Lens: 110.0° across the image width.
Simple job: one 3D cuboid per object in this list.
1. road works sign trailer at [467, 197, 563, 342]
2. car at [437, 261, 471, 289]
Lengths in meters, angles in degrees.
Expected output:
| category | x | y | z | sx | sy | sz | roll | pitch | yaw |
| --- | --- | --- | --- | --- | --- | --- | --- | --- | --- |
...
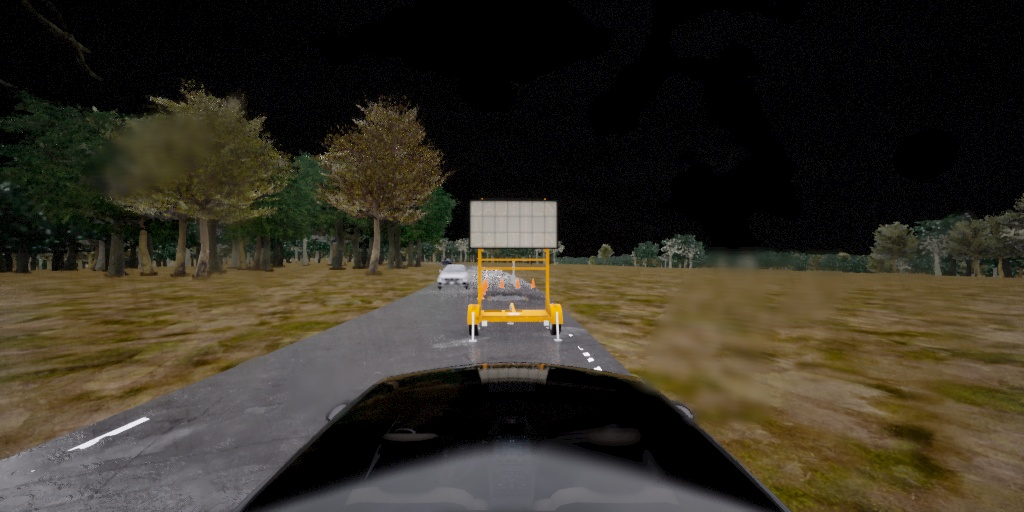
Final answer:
| category | x | y | z | sx | sy | sz | roll | pitch | yaw |
| --- | --- | --- | --- | --- | --- | --- | --- | --- | --- |
| road works sign trailer | 0.041 | 0.214 | 9.789 | 2.380 | 3.560 | 2.880 | 0 | 0 | -2 |
| car | -3.610 | 1.274 | 22.908 | 1.812 | 1.442 | 4.674 | 0 | 0 | -4 |
